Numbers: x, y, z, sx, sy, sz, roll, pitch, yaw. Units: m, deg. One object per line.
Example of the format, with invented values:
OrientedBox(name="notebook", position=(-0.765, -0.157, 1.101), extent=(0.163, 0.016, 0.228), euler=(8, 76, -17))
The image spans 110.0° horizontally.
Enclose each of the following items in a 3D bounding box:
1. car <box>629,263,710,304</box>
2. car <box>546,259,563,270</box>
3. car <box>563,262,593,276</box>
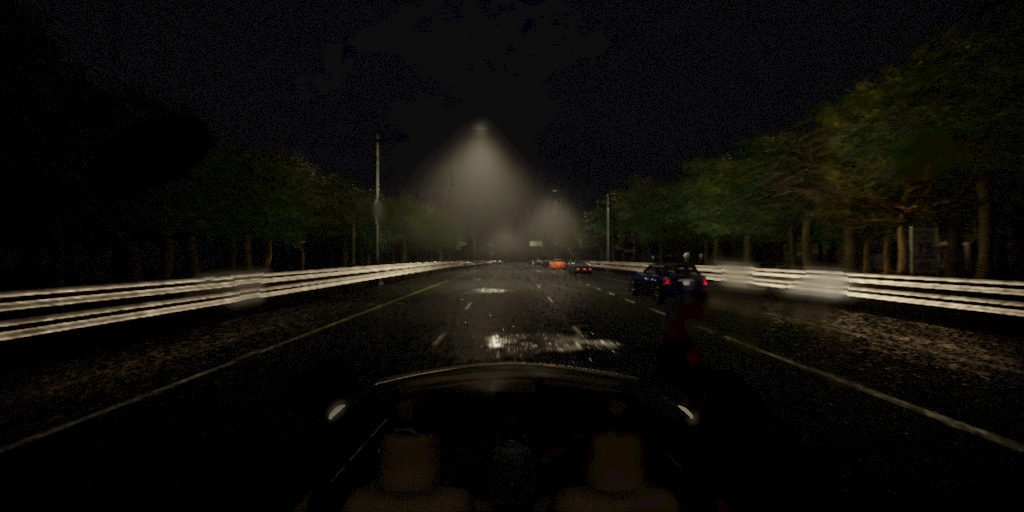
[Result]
OrientedBox(name="car", position=(7.011, 1.106, 16.495), extent=(2.097, 1.767, 4.553), euler=(0, 0, 0))
OrientedBox(name="car", position=(7.129, 1.261, 56.784), extent=(2.097, 1.767, 4.553), euler=(0, -1, 0))
OrientedBox(name="car", position=(7.050, 1.333, 37.477), extent=(2.033, 1.411, 5.357), euler=(0, 0, 0))
